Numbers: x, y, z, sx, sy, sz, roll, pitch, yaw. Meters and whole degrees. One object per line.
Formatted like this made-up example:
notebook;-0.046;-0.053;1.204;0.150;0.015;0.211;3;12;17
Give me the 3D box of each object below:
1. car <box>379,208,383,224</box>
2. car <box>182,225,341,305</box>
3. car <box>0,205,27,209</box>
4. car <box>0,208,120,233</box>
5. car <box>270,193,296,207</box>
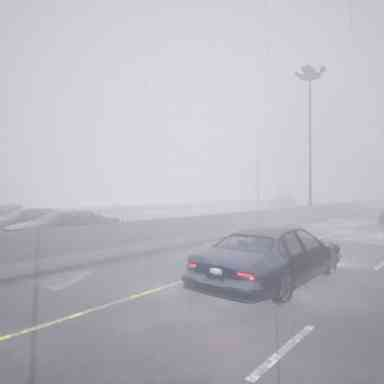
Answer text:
car;14.622;1.523;23.621;1.812;1.442;4.674;0;0;39
car;2.040;1.547;8.233;2.033;1.411;5.357;0;0;39
car;-8.536;1.549;17.726;2.033;1.411;5.357;0;0;39
car;-5.827;1.548;15.508;2.033;1.411;5.357;0;0;39
car;13.846;1.240;50.482;2.150;2.045;5.566;0;0;39
